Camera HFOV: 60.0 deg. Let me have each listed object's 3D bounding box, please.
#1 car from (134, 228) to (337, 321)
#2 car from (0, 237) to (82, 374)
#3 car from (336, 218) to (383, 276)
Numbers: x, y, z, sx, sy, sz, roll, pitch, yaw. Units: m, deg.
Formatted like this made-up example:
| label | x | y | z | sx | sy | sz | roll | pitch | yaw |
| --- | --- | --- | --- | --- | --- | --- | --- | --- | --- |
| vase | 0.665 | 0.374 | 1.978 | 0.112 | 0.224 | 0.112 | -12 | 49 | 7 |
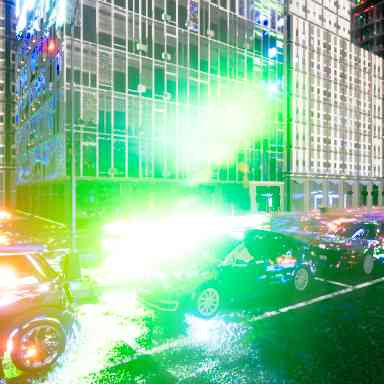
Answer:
| label | x | y | z | sx | sy | sz | roll | pitch | yaw |
| --- | --- | --- | --- | --- | --- | --- | --- | --- | --- |
| car | 0.907 | 1.551 | 7.192 | 4.403 | 1.369 | 2.008 | 0 | 0 | -35 |
| car | -3.604 | 1.440 | 3.991 | 4.097 | 1.590 | 1.967 | 0 | 0 | -35 |
| car | 5.419 | 1.546 | 10.393 | 4.507 | 1.381 | 1.887 | 0 | 0 | -35 |
